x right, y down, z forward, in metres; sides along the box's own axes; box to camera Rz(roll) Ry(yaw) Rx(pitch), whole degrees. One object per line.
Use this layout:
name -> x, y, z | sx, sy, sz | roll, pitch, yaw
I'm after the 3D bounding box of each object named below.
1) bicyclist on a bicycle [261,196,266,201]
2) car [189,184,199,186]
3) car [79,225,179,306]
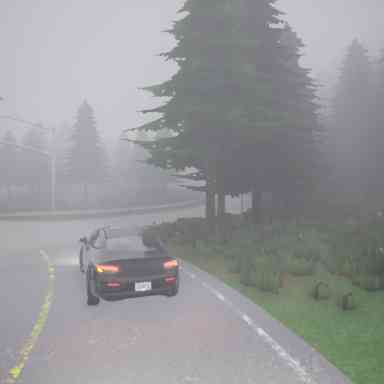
bicyclist on a bicycle -> 6.311, 0.894, 30.393 | 1.656, 1.620, 0.582 | -13, -4, 35
car -> 0.576, -1.747, 69.734 | 1.994, 1.385, 4.181 | 0, 5, -5
car -> -1.683, 1.526, 8.115 | 1.812, 1.442, 4.674 | 0, 0, -21
